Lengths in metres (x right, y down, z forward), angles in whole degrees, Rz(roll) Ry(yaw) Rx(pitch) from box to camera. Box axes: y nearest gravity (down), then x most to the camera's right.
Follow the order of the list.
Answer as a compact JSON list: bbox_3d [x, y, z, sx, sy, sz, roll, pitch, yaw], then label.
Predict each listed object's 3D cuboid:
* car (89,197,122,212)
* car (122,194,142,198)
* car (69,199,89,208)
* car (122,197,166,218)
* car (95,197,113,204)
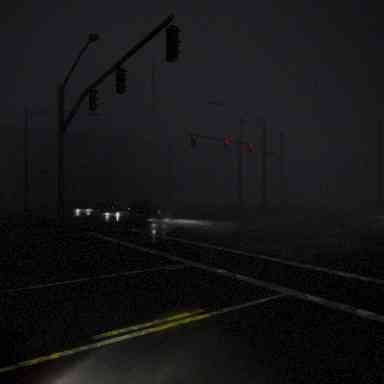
[{"bbox_3d":[-10.019,1.564,38.688,1.994,1.385,4.181,0,0,-35],"label":"car"},{"bbox_3d":[-13.682,1.524,72.536,1.812,1.442,4.674,0,0,30],"label":"car"},{"bbox_3d":[-15.872,1.601,46.992,1.895,1.301,4.718,0,0,-32],"label":"car"},{"bbox_3d":[-4.218,1.491,30.614,2.128,1.511,4.902,0,0,-36],"label":"car"},{"bbox_3d":[-16.510,1.601,62.708,1.895,1.301,4.718,0,0,3],"label":"car"}]
